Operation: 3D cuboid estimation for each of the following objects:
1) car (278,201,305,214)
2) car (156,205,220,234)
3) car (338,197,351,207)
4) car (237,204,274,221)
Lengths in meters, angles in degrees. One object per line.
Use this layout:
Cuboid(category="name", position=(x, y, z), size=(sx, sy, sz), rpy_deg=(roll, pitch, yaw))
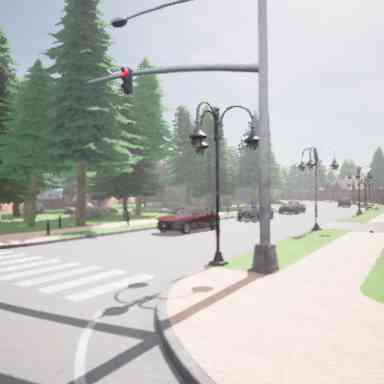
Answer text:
Cuboid(category="car", position=(11.108, 1.692, 36.889), size=(1.994, 1.385, 4.181), rpy_deg=(-1, 0, 34))
Cuboid(category="car", position=(-0.136, 1.599, 20.325), size=(1.882, 1.535, 5.008), rpy_deg=(-1, 0, 34))
Cuboid(category="car", position=(24.949, 1.608, 54.393), size=(2.128, 1.511, 4.902), rpy_deg=(-1, 0, 23))
Cuboid(category="car", position=(5.473, 1.689, 28.558), size=(1.994, 1.385, 4.181), rpy_deg=(-1, 0, 34))
